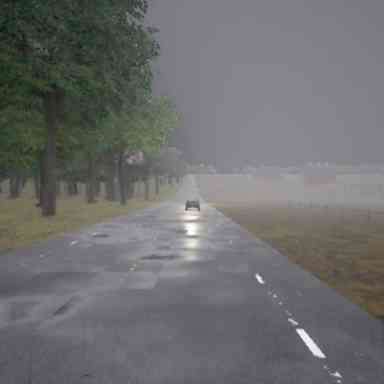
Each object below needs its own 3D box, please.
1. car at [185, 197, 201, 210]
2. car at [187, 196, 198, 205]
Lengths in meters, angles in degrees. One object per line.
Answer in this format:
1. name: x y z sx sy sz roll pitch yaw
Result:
1. car: 0.094 1.584 44.210 1.837 1.490 4.892 0 0 0
2. car: 0.086 1.596 63.023 2.128 1.511 4.902 0 0 0
